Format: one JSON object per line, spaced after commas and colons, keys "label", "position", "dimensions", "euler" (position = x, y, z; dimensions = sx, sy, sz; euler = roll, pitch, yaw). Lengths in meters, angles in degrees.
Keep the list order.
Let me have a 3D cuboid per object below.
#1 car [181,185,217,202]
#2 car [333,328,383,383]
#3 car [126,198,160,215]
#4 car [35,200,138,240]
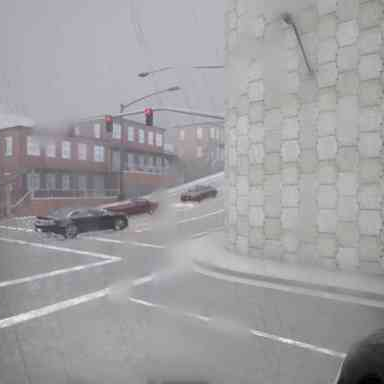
{"label": "car", "position": [0.684, 0.077, 32.107], "dimensions": [1.994, 1.385, 4.181], "euler": [0, 9, 36]}
{"label": "car", "position": [3.318, 1.492, 1.597], "dimensions": [4.902, 1.511, 2.128], "euler": [0, 0, 36]}
{"label": "car", "position": [-4.550, 1.187, 24.722], "dimensions": [1.895, 1.301, 4.718], "euler": [0, 5, 35]}
{"label": "car", "position": [-5.503, 1.451, 17.153], "dimensions": [2.128, 1.511, 4.902], "euler": [0, 2, 37]}
